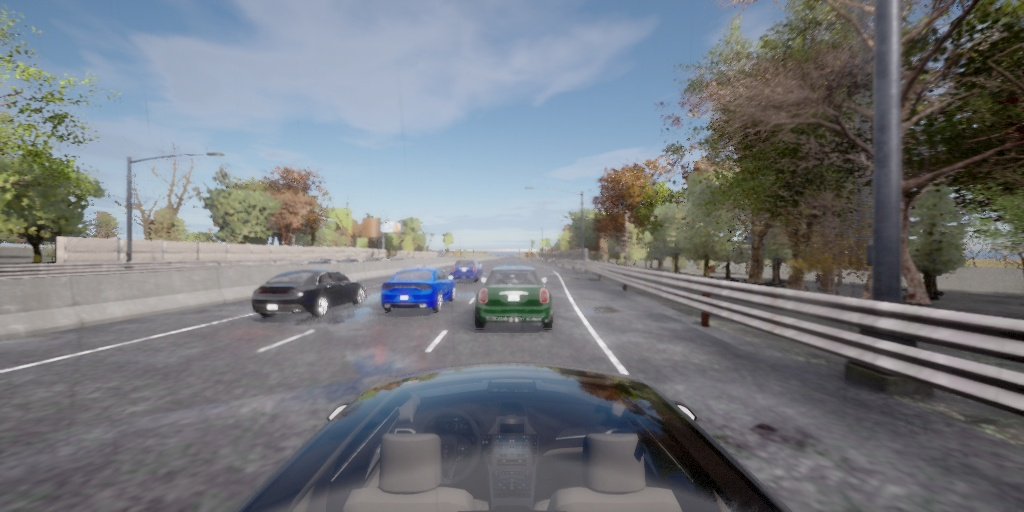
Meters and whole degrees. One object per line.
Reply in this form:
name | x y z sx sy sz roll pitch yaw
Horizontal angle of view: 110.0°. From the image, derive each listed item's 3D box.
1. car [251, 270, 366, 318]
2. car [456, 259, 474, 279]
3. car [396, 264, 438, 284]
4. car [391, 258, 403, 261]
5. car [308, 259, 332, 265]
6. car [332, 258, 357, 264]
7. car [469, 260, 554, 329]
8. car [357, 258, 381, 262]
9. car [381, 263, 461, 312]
car | -6.926 1.221 12.819 1.837 1.490 4.892 0 0 0
car | -3.420 1.023 27.817 2.097 1.767 4.553 0 0 0
car | -6.928 1.276 26.689 1.895 1.301 4.718 0 0 0
car | -17.534 1.118 54.278 1.837 1.490 4.892 0 0 0
car | -28.029 1.180 52.630 1.994 1.385 4.181 0 0 0
car | -24.528 1.118 53.830 1.837 1.490 4.892 0 0 1
car | 0.063 1.073 11.240 2.097 1.767 4.553 0 0 0
car | -21.030 1.118 53.978 1.837 1.490 4.892 0 0 0
car | -3.421 1.190 13.899 1.882 1.535 5.008 0 0 0
